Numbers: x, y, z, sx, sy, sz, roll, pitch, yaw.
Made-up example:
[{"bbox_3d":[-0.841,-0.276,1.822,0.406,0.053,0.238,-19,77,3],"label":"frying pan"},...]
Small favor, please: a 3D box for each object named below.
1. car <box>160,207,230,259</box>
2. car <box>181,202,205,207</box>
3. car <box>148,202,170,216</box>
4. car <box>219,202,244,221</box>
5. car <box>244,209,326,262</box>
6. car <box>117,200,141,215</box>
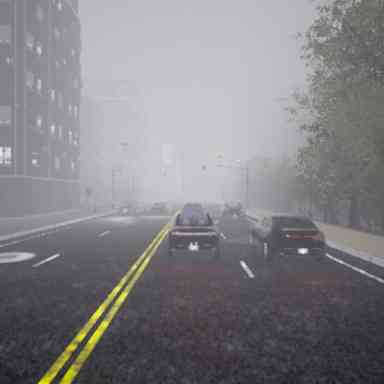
[{"bbox_3d":[0.068,1.540,12.861,2.128,1.511,4.902,0,0,0],"label":"car"},{"bbox_3d":[0.073,1.591,28.849,1.882,1.535,5.008,0,0,0],"label":"car"},{"bbox_3d":[-3.326,1.702,34.671,1.994,1.385,4.181,0,0,0],"label":"car"},{"bbox_3d":[3.318,1.600,27.765,2.128,1.511,4.902,0,0,0],"label":"car"},{"bbox_3d":[3.315,1.549,12.306,1.837,1.490,4.892,0,-1,0],"label":"car"},{"bbox_3d":[-6.571,1.634,35.294,2.128,1.511,4.902,0,0,0],"label":"car"}]
